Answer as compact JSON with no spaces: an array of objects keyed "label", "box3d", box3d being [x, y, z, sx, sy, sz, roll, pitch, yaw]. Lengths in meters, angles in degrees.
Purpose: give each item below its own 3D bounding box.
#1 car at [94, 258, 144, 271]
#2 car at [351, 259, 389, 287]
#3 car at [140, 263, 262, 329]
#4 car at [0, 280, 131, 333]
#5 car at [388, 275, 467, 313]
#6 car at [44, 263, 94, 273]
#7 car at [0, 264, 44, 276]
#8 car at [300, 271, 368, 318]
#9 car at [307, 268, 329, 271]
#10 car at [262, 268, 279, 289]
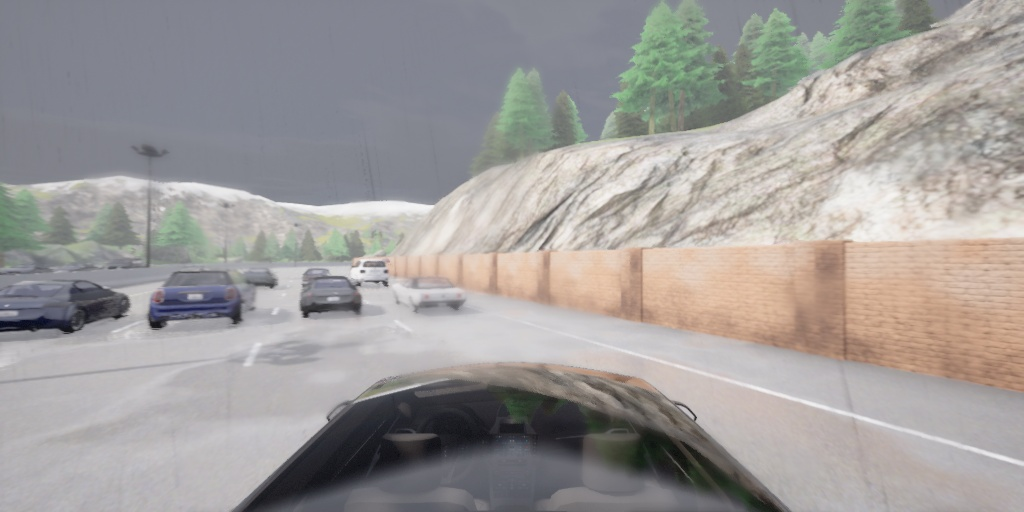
[{"label":"car","box3d":[-42.046,1.245,38.889,2.150,2.045,5.566,1,-1,-30]},{"label":"car","box3d":[-10.931,1.261,27.477,2.150,2.045,5.566,1,-1,-30]},{"label":"car","box3d":[-9.914,1.185,11.890,2.097,1.767,4.553,1,-1,-30]},{"label":"car","box3d":[-13.043,1.360,10.306,1.994,1.385,4.181,1,-1,-30]},{"label":"car","box3d":[-3.613,1.510,14.961,1.895,1.301,4.718,1,-1,-30]},{"label":"car","box3d":[-45.105,1.476,37.183,2.128,1.511,4.902,1,-1,-30]},{"label":"car","box3d":[-48.384,1.512,35.873,1.994,1.385,4.181,1,-1,-30]},{"label":"car","box3d":[-7.035,1.441,13.901,1.994,1.385,4.181,1,-1,-30]},{"label":"car","box3d":[-13.426,1.536,24.781,2.033,1.411,5.357,1,-1,-30]},{"label":"car","box3d":[-17.638,1.535,25.107,1.994,1.385,4.181,1,-1,-30]}]
